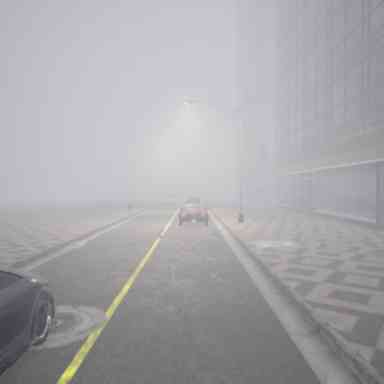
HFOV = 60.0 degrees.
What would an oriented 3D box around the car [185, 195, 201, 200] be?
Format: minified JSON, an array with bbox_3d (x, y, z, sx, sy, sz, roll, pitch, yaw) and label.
[{"bbox_3d":[0.103,1.157,41.786,2.128,1.511,4.902,0,1,0],"label":"car"}]

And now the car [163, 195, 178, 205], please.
[{"bbox_3d":[-3.073,1.137,47.838,1.812,1.442,4.674,0,0,0],"label":"car"}]

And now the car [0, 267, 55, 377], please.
[{"bbox_3d":[-3.101,1.536,3.452,1.994,1.385,4.181,0,0,0],"label":"car"}]

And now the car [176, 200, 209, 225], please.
[{"bbox_3d":[0.102,1.425,22.210,1.895,1.301,4.718,0,0,0],"label":"car"}]
